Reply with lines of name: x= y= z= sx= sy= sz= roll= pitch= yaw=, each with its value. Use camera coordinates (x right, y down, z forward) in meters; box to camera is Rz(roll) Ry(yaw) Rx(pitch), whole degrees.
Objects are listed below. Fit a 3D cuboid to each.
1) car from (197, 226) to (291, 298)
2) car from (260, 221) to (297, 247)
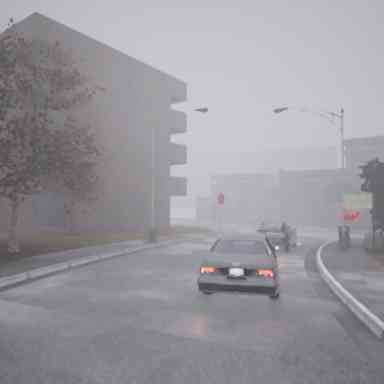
car: x=1.438 y=1.842 z=9.273 sx=2.033 sy=1.411 sz=5.357 roll=0 pitch=-4 yaw=12
car: x=4.755 y=2.399 z=18.735 sx=2.128 sy=1.511 sz=4.902 roll=0 pitch=-4 yaw=24
